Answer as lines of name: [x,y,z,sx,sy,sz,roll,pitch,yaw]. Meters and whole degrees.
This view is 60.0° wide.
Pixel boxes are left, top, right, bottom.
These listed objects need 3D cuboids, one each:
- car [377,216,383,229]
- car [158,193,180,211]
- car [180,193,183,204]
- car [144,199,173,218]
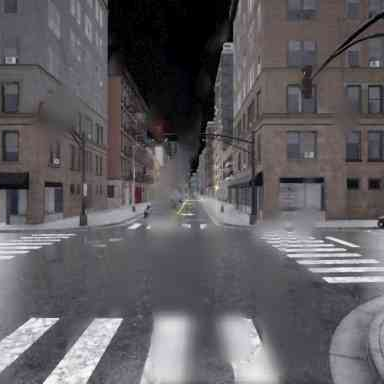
car: [12.169,1.441,17.439,4.507,1.381,1.887,-1,0,1]
car: [-3.027,1.196,41.693,2.150,2.045,5.566,0,0,0]
car: [-2.907,1.156,61.631,2.150,2.045,5.566,0,0,0]
car: [-3.046,1.554,29.504,1.994,1.385,4.181,0,0,0]
